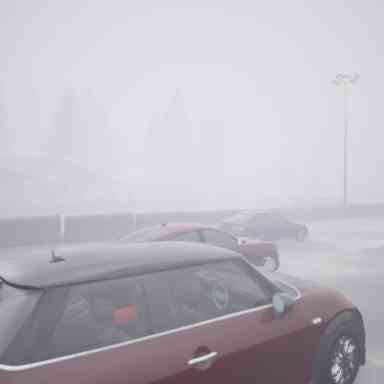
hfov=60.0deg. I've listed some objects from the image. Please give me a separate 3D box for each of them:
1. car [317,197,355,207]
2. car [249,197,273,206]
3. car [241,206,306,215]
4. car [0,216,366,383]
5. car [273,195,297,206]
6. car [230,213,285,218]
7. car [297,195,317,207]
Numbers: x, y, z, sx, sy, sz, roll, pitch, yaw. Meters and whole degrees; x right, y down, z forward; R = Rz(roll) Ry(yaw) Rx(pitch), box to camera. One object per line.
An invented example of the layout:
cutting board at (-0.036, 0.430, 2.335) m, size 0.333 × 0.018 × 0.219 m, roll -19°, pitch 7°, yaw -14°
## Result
car at (16.440, 1.393, 37.201) m, size 4.674 × 1.442 × 1.812 m, roll -1°, pitch 0°, yaw -35°
car at (10.248, 1.416, 45.677) m, size 5.357 × 1.411 × 2.033 m, roll -1°, pitch 0°, yaw -35°
car at (3.108, 1.531, 14.579) m, size 4.674 × 1.442 × 1.812 m, roll 0°, pitch 0°, yaw -36°
car at (-0.050, 1.356, 3.711) m, size 4.553 × 1.767 × 2.097 m, roll 0°, pitch 0°, yaw -35°
car at (13.302, 1.206, 43.554) m, size 4.553 × 1.767 × 2.097 m, roll -1°, pitch 1°, yaw -35°
car at (0.032, 1.484, 8.066) m, size 5.008 × 1.535 × 1.882 m, roll 0°, pitch 0°, yaw -35°
car at (15.445, 1.359, 40.786) m, size 4.892 × 1.490 × 1.837 m, roll -1°, pitch 0°, yaw -35°
